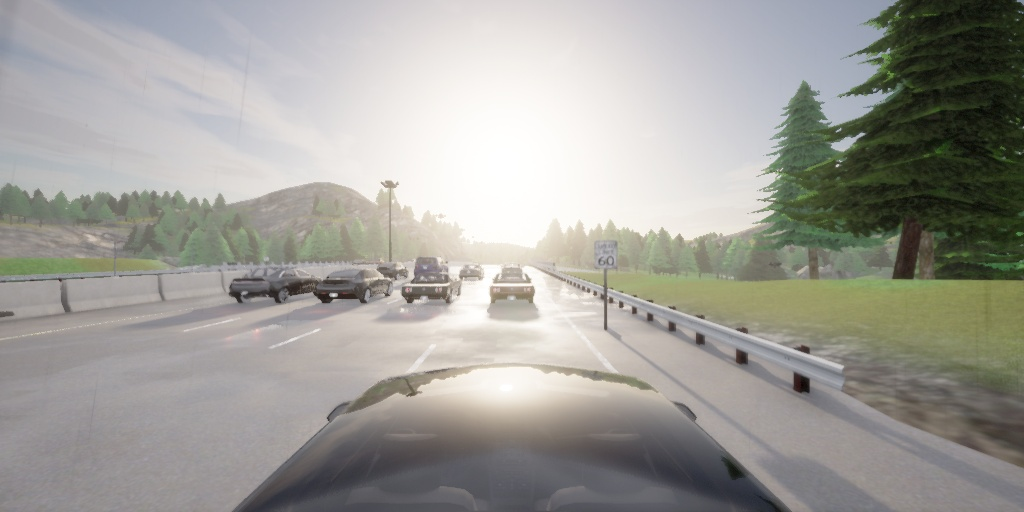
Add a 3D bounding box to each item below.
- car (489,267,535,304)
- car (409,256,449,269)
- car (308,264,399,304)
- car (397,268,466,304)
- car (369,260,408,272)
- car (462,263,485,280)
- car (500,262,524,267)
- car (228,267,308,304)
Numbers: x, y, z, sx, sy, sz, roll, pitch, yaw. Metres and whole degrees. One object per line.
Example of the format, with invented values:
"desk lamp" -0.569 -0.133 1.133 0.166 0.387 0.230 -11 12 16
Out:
"car" 0.000 1.384 16.531 1.895 1.301 4.718 0 0 0
"car" -7.000 1.054 31.532 2.150 2.045 5.566 0 0 0
"car" -7.000 1.290 16.501 1.837 1.490 4.892 0 0 0
"car" -3.501 1.388 16.531 1.895 1.301 4.718 0 0 0
"car" -10.500 1.312 31.501 1.837 1.490 4.892 0 0 0
"car" -3.500 1.358 31.501 2.033 1.411 5.357 0 0 0
"car" 0.000 1.290 31.501 2.128 1.511 4.902 0 0 0
"car" -10.500 1.268 16.501 2.128 1.511 4.902 0 0 0
